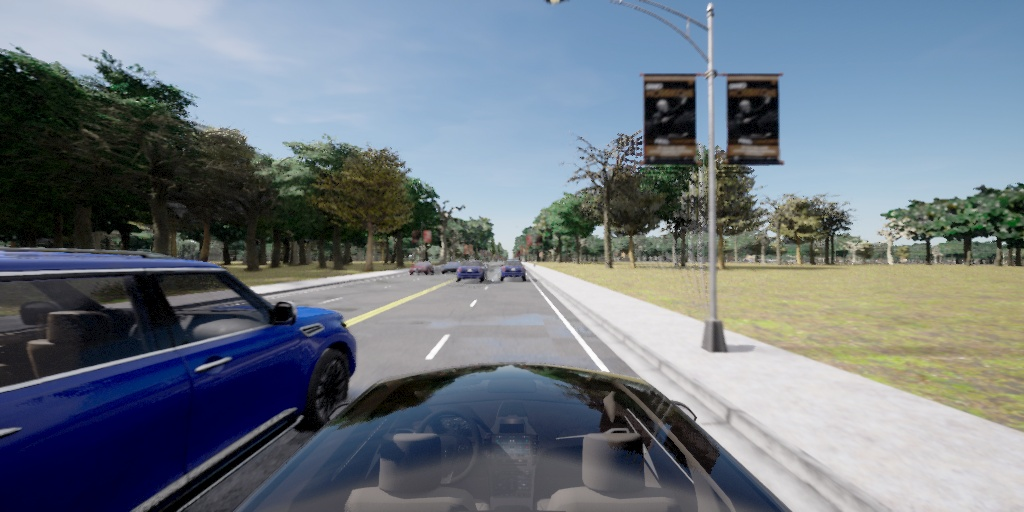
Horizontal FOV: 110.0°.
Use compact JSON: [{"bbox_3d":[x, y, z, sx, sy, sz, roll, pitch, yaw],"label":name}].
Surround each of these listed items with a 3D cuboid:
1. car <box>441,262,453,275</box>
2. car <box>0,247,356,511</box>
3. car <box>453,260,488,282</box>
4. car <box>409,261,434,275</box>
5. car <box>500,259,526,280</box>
[{"bbox_3d":[-6.499,1.325,39.829,2.033,1.411,5.357,0,0,0],"label":"car"},{"bbox_3d":[-3.150,0.972,2.430,2.150,2.045,5.566,0,0,0],"label":"car"},{"bbox_3d":[-3.149,1.119,29.049,2.097,1.767,4.553,0,0,0],"label":"car"},{"bbox_3d":[-9.755,1.303,39.085,1.812,1.442,4.674,0,0,0],"label":"car"},{"bbox_3d":[0.101,1.120,31.005,2.097,1.767,4.553,0,0,0],"label":"car"}]
